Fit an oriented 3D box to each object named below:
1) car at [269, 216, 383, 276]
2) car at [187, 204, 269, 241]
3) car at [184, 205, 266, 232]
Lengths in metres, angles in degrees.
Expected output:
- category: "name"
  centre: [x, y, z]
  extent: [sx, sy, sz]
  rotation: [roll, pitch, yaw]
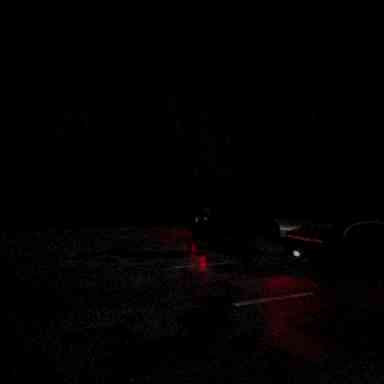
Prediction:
- category: "car"
  centre: [5.153, 1.538, 10.343]
  extent: [4.902, 1.511, 2.128]
  rotation: [1, 0, -24]
- category: "car"
  centre: [2.153, 1.372, 16.670]
  extent: [4.553, 1.767, 2.097]
  rotation: [1, 0, -24]
- category: "car"
  centre: [2.040, 1.546, 20.456]
  extent: [4.674, 1.442, 1.812]
  rotation: [1, 0, -24]
